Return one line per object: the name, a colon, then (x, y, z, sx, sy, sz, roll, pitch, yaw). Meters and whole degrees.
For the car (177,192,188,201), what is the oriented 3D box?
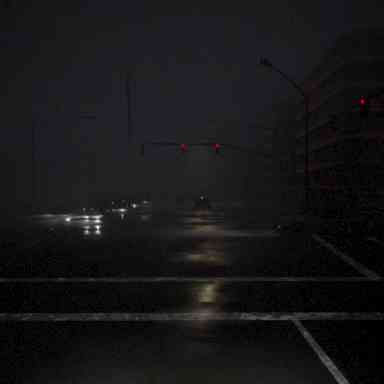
car: (-1.958, 0.917, 65.208, 2.033, 1.411, 5.357, 0, 1, 1)

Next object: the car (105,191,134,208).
car: (-9.418, 1.106, 43.368, 2.097, 1.767, 4.553, 0, 1, 1)

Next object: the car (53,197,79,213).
car: (-13.020, 1.346, 35.392, 1.882, 1.535, 5.008, 0, 1, 1)

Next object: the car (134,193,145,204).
car: (-9.299, 1.132, 53.013, 2.033, 1.411, 5.357, 0, 1, 1)

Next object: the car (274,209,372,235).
car: (6.989, 1.589, 18.119, 4.718, 1.301, 1.895, 1, 0, 0)

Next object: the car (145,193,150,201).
car: (-9.117, 0.948, 63.548, 2.033, 1.411, 5.357, 0, 1, 1)

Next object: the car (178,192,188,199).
car: (-1.924, 0.741, 75.859, 2.033, 1.411, 5.357, 0, 1, 1)

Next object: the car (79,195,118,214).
car: (-9.532, 1.369, 34.327, 2.128, 1.511, 4.902, 0, 1, 1)

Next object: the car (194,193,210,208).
car: (1.260, 1.256, 42.401, 2.128, 1.511, 4.902, 0, 1, 1)

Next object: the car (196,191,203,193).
car: (1.501, 0.672, 67.896, 2.097, 1.767, 4.553, 0, 1, 1)
